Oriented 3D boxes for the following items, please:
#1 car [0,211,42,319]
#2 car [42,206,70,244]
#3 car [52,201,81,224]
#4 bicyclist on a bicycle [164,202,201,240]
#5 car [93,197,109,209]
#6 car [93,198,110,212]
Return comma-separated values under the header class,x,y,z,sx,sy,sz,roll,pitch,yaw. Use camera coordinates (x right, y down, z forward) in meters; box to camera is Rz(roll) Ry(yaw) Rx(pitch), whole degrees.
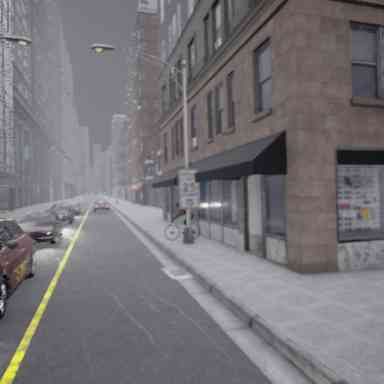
class,x,y,z,sx,sy,sz,roll,pitch,yaw
car,-4.807,1.438,7.134,2.097,1.767,4.553,-1,0,-16
car,-7.427,1.664,16.330,2.033,1.411,5.357,-1,0,-16
car,-10.126,1.639,25.818,2.128,1.511,4.902,-1,0,-16
bicyclist on a bicycle,-0.399,1.267,14.411,1.656,1.620,0.582,-2,0,-16
car,-13.891,1.647,50.630,2.128,1.511,4.902,-1,0,-16
car,-11.085,1.669,40.819,2.033,1.411,5.357,-1,0,-16
